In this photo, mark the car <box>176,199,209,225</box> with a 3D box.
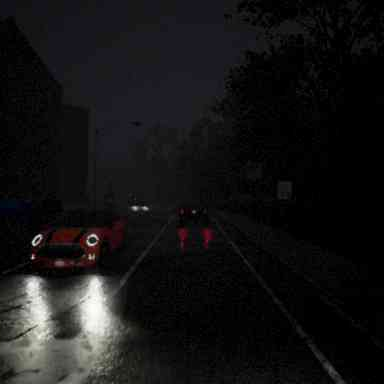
[{"bbox_3d":[0.130,1.370,24.396,2.097,1.767,4.553,0,0,0],"label":"car"}]

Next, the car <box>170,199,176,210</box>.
[{"bbox_3d":[-1.543,1.604,42.596,2.033,1.411,5.357,1,0,-13],"label":"car"}]

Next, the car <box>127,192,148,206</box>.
[{"bbox_3d":[-8.761,1.105,53.054,2.150,2.045,5.566,3,0,-24],"label":"car"}]

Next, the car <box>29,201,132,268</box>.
[{"bbox_3d":[-3.594,1.360,11.300,2.097,1.767,4.553,0,0,0],"label":"car"}]
